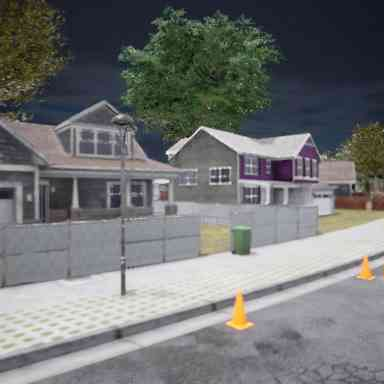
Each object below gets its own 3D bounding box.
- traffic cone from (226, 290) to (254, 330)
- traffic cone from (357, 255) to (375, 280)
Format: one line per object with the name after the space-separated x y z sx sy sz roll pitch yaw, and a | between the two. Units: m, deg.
0.818 1.970 5.674 0.340 0.580 0.340 0 0 -38 | traffic cone
4.591 1.965 8.775 0.340 0.580 0.340 0 0 -41 | traffic cone
